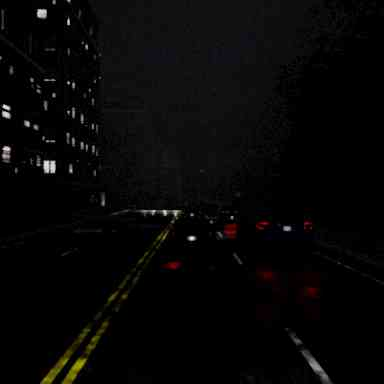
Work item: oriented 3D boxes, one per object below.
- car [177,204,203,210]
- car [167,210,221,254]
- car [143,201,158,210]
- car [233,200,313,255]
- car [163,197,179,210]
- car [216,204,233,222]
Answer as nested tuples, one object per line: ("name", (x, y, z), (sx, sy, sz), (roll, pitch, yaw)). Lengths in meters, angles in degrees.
("car", (0.004, 1.861, 29.308), (1.994, 1.385, 4.181), (0, -1, 0))
("car", (0.003, 1.708, 14.309), (1.994, 1.385, 4.181), (0, -1, 0))
("car", (-6.504, 2.090, 52.746), (2.033, 1.411, 5.357), (0, -1, 0))
("car", (3.250, 1.358, 14.025), (2.150, 2.045, 5.566), (0, 0, 0))
("car", (-3.254, 1.748, 52.696), (2.150, 2.045, 5.566), (0, -1, 0))
("car", (3.253, 1.804, 29.292), (1.837, 1.490, 4.892), (0, 0, 0))
